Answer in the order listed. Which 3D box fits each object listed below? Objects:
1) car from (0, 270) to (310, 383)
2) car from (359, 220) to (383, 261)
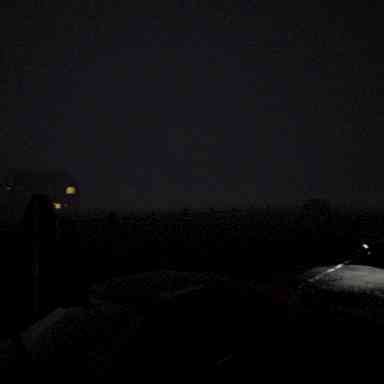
[{"bbox_3d":[-0.524,1.614,3.233,4.674,1.442,1.812,0,-2,-45],"label":"car"},{"bbox_3d":[7.958,1.706,12.559,2.033,1.411,5.357,-2,-2,41],"label":"car"}]
